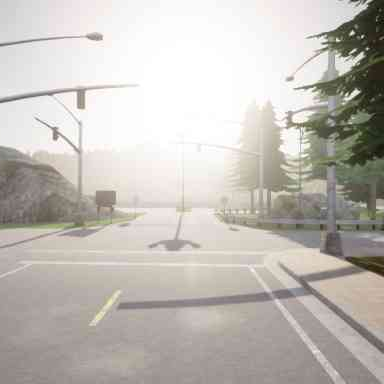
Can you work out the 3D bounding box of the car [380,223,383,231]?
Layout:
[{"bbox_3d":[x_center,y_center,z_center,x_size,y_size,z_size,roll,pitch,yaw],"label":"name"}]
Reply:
[{"bbox_3d":[15.040,2.057,21.130,5.357,1.411,2.033,0,-1,-2],"label":"car"}]
